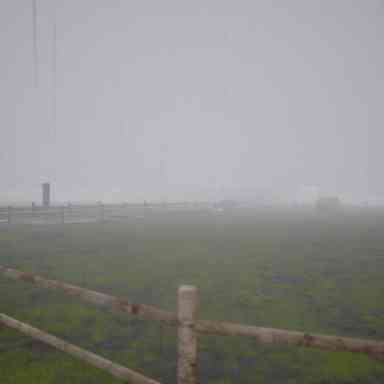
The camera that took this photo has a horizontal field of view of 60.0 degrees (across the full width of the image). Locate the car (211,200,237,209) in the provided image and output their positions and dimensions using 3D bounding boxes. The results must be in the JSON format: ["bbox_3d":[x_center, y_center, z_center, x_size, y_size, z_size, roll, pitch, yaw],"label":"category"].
[{"bbox_3d":[5.190,1.936,53.332,2.033,1.411,5.357,0,0,37],"label":"car"}]
